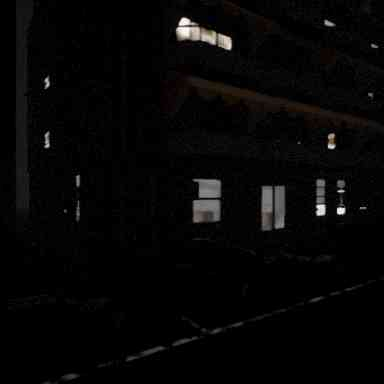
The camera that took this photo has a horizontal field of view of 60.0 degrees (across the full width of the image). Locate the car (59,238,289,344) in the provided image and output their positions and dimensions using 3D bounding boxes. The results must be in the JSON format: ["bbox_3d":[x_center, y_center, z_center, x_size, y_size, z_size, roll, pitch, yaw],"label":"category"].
[{"bbox_3d":[-0.290,1.582,6.353,4.206,1.307,1.802,0,0,-35],"label":"car"}]

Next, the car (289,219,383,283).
[{"bbox_3d":[4.309,1.583,9.633,4.206,1.307,1.802,0,0,-35],"label":"car"}]
